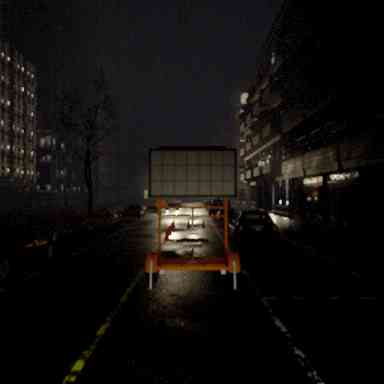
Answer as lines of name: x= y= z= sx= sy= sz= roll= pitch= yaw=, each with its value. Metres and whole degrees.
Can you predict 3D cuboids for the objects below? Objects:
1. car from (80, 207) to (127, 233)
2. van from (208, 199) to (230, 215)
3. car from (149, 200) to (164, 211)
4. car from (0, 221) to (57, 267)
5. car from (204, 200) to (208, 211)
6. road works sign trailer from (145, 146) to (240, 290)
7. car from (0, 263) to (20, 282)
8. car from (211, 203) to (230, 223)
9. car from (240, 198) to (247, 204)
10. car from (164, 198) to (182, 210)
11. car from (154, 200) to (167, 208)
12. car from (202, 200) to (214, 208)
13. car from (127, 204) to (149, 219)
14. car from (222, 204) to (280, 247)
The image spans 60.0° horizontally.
car: x=-5.645 y=1.706 z=20.951 sx=1.752 sy=1.417 sz=4.829 roll=0 pitch=0 yaw=0
van: x=2.757 y=1.616 z=32.170 sx=1.690 sy=1.788 sz=3.998 roll=0 pitch=-1 yaw=0
car: x=-5.589 y=1.953 z=48.613 sx=1.752 sy=1.417 sz=4.829 roll=0 pitch=-1 yaw=0
car: x=-5.668 y=1.632 z=10.055 sx=1.887 sy=1.381 sz=4.507 roll=0 pitch=0 yaw=0
car: x=2.769 y=1.765 z=37.701 sx=1.967 sy=1.590 sz=4.097 roll=0 pitch=-1 yaw=0
road works sign trailer: x=0.020 y=0.542 z=9.254 sx=2.380 sy=3.560 sz=2.880 roll=0 pitch=0 yaw=0
car: x=-3.094 y=1.561 z=1.273 sx=2.033 sy=1.411 sz=5.357 roll=0 pitch=0 yaw=0
car: x=2.746 y=1.808 z=26.636 sx=1.802 sy=1.307 sz=4.206 roll=0 pitch=-1 yaw=0
car: x=13.590 y=2.048 z=79.215 sx=4.403 sy=1.369 sz=2.008 roll=-1 pitch=0 yaw=0
car: x=-2.902 y=2.048 z=50.966 sx=1.895 sy=1.301 sz=4.718 roll=0 pitch=-1 yaw=0
car: x=-5.566 y=2.076 z=59.848 sx=1.887 sy=1.381 sz=4.507 roll=0 pitch=-1 yaw=0
car: x=2.814 y=2.077 z=59.830 sx=2.008 sy=1.369 sz=4.403 roll=0 pitch=-1 yaw=0
car: x=-5.623 y=1.862 z=32.186 sx=1.802 sy=1.307 sz=4.206 roll=0 pitch=-1 yaw=0
car: x=2.724 y=1.570 z=15.571 sx=1.967 sy=1.590 sz=4.097 roll=0 pitch=0 yaw=0
